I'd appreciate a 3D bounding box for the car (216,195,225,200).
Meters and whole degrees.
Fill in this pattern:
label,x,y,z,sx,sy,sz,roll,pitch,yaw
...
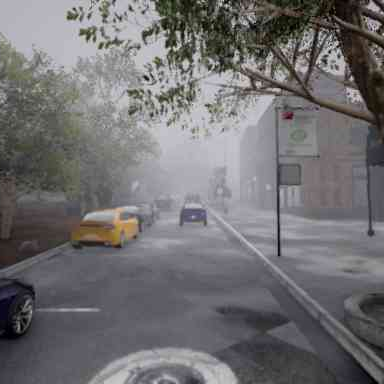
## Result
label,x,y,z,sx,sy,sz,roll,pitch,yaw
car,6.828,1.494,91.693,2.097,1.535,5.008,-3,-3,36

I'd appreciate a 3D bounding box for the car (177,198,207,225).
label,x,y,z,sx,sy,sz,roll,pitch,yaw
car,0.093,1.497,24.568,1.882,1.535,5.008,0,0,0

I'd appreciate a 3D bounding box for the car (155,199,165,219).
label,x,y,z,sx,sy,sz,roll,pitch,yaw
car,-3.654,1.529,25.927,2.163,1.488,4.792,0,0,2

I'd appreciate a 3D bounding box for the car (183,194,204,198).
label,x,y,z,sx,sy,sz,roll,pitch,yaw
car,0.089,1.224,42.975,2.150,2.045,5.566,0,0,0

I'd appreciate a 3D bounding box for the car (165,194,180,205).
label,x,y,z,sx,sy,sz,roll,pitch,yaw
car,-3.417,1.283,59.693,2.185,1.767,4.553,-1,1,2

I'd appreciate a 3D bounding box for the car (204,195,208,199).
label,x,y,z,sx,sy,sz,roll,pitch,yaw
car,3.391,1.436,86.946,2.231,1.521,4.892,-2,-1,29

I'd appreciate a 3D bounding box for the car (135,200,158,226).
label,x,y,z,sx,sy,sz,roll,pitch,yaw
car,-3.649,1.496,20.320,2.097,1.535,5.008,0,0,2

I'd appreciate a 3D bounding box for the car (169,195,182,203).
label,x,y,z,sx,sy,sz,roll,pitch,yaw
car,-3.177,1.378,65.396,2.097,1.535,5.008,0,0,2

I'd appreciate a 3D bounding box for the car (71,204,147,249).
label,x,y,z,sx,sy,sz,roll,pitch,yaw
car,-3.641,1.492,14.759,2.097,1.535,5.008,1,0,2

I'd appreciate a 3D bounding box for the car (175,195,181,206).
label,x,y,z,sx,sy,sz,roll,pitch,yaw
car,-3.417,1.443,53.985,2.231,1.521,4.892,0,0,2

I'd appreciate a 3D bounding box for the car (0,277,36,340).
label,x,y,z,sx,sy,sz,roll,pitch,yaw
car,-3.636,1.514,3.650,2.163,1.488,4.792,1,0,2

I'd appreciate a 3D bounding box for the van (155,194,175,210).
label,x,y,z,sx,sy,sz,roll,pitch,yaw
van,-3.637,1.257,42.731,1.878,1.987,4.442,1,0,2
